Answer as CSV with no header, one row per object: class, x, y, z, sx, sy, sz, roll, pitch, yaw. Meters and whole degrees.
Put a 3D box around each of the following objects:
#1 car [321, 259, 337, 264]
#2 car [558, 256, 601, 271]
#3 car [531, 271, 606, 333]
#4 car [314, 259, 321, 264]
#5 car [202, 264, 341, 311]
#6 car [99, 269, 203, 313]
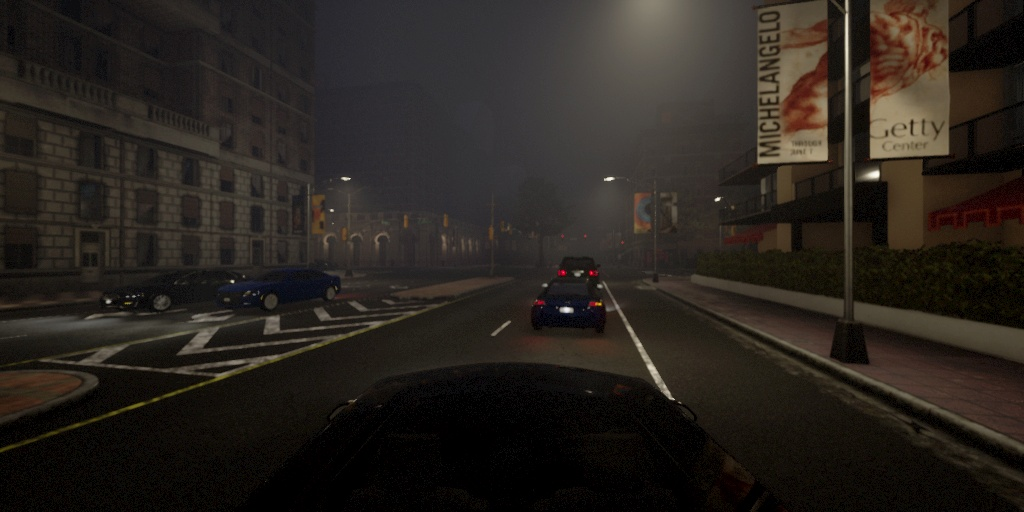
car,-27.719,1.192,51.362,4.553,1.767,2.097,0,0,12
car,3.798,1.019,20.289,2.150,2.045,5.566,0,0,12
car,1.813,1.337,10.981,1.994,1.385,4.181,0,0,13
car,-28.636,1.336,47.973,4.892,1.490,1.837,0,0,12
car,-9.323,1.249,14.832,1.882,1.535,5.008,0,0,12
car,-13.005,1.271,14.377,1.837,1.490,4.892,0,0,12
